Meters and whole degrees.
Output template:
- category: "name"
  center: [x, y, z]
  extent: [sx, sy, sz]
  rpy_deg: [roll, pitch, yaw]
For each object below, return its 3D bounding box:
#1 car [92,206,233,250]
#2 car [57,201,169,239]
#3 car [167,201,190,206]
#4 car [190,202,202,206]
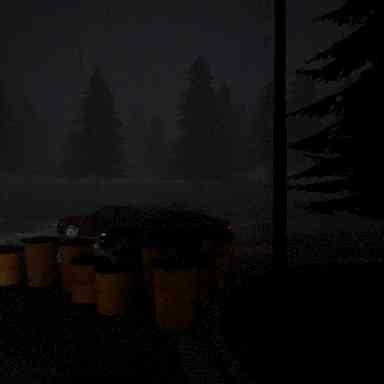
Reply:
- category: "car"
  center: [-0.934, 1.422, 12.420]
  extent: [4.892, 1.490, 1.837]
  rpy_deg: [0, 0, -2]
- category: "car"
  center: [-3.784, 1.370, 15.841]
  extent: [5.008, 1.535, 1.882]
  rpy_deg: [0, 0, -2]
- category: "car"
  center: [-2.357, 1.434, 19.384]
  extent: [4.181, 1.385, 1.994]
  rpy_deg: [0, 0, -2]
- category: "car"
  center: [-1.458, 1.339, 22.909]
  extent: [4.902, 1.511, 2.128]
  rpy_deg: [0, 0, -2]
